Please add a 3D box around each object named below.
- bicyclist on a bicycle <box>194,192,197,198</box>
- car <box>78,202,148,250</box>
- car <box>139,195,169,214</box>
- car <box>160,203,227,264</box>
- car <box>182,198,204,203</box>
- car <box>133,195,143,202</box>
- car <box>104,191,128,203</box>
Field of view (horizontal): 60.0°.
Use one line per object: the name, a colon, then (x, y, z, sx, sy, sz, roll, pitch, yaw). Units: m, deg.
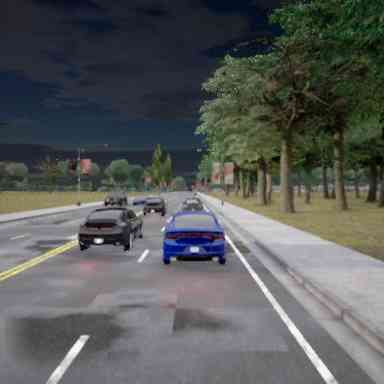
bicyclist on a bicycle: (0.881, 0.803, 87.141, 0.582, 1.620, 1.656, 0, 0, 0)
car: (-3.167, 1.384, 13.732, 1.837, 1.490, 4.892, 0, 1, 0)
car: (-3.169, 1.262, 29.306, 1.837, 1.490, 4.892, 0, 0, 0)
car: (0.076, 1.376, 11.496, 1.882, 1.535, 5.008, 0, 1, 0)
car: (0.083, 1.276, 30.158, 1.812, 1.442, 4.674, 0, 0, 0)
car: (-6.596, 1.125, 44.040, 1.882, 1.535, 5.008, 0, 1, 0)
car: (-9.849, 0.873, 43.471, 2.150, 2.045, 5.566, 0, 0, 0)
